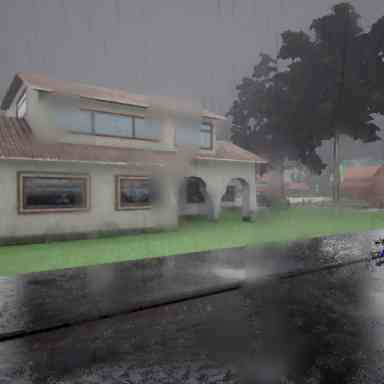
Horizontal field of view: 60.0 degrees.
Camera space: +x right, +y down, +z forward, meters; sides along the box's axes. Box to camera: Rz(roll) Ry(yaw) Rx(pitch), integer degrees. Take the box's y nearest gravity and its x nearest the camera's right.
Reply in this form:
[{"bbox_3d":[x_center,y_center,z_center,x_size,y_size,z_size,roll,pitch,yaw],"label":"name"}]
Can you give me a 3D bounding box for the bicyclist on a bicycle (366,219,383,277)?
[{"bbox_3d":[5.255,1.455,8.531,0.582,1.620,1.656,0,-2,-34],"label":"bicyclist on a bicycle"}]
